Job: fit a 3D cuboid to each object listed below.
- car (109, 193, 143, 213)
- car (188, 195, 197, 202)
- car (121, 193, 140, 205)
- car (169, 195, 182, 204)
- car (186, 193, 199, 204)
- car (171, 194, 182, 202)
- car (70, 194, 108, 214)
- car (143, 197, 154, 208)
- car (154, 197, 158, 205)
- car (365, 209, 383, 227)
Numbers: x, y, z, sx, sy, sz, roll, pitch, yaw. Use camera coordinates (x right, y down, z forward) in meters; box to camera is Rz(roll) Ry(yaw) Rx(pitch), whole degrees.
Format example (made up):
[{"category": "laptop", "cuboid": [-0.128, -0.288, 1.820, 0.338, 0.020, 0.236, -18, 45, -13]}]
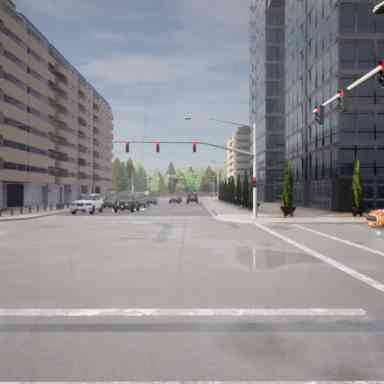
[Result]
[{"category": "car", "cuboid": [-7.408, 1.221, 38.155, 2.150, 2.045, 5.566, 0, 0, 1]}, {"category": "car", "cuboid": [0.119, 1.500, 74.577, 1.837, 1.490, 4.892, 0, 0, 1]}, {"category": "car", "cuboid": [-10.671, 1.222, 58.006, 2.150, 2.045, 5.566, 0, 0, 1]}, {"category": "car", "cuboid": [-3.414, 1.526, 64.283, 1.812, 1.442, 4.674, 0, 0, 1]}, {"category": "car", "cuboid": [0.080, 1.221, 63.864, 2.150, 2.045, 5.566, 0, 0, 1]}, {"category": "car", "cuboid": [-3.389, 1.355, 74.301, 2.097, 1.767, 4.553, 0, 0, 1]}, {"category": "car", "cuboid": [-10.918, 1.221, 34.981, 2.150, 2.045, 5.566, 0, 0, -1]}, {"category": "car", "cuboid": [-7.311, 1.547, 48.399, 2.033, 1.411, 5.357, 0, 0, 1]}, {"category": "car", "cuboid": [-7.171, 1.564, 58.419, 1.994, 1.385, 4.181, 0, 0, 1]}, {"category": "car", "cuboid": [13.585, 1.407, 21.136, 4.553, 1.767, 2.097, 0, 0, 0]}]
